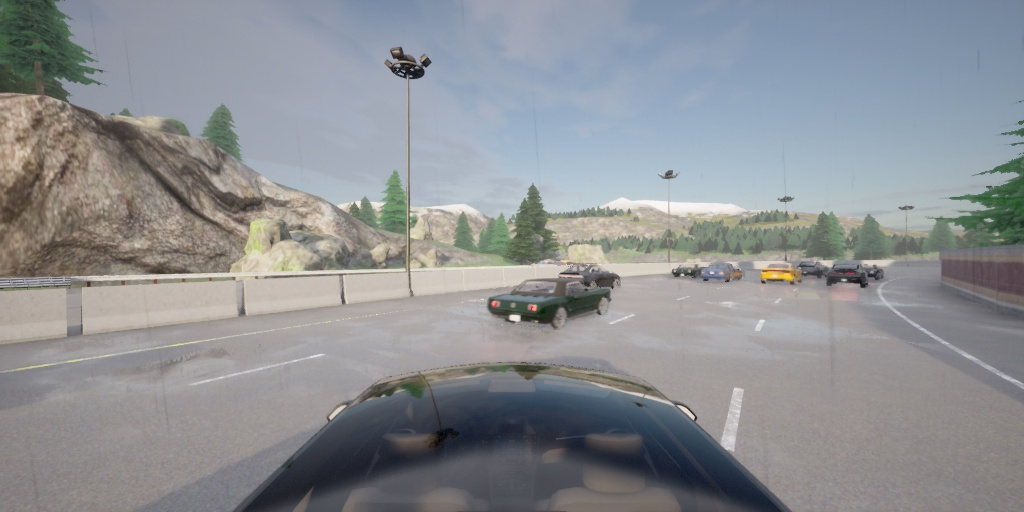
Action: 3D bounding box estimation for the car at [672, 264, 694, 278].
[{"bbox_3d":[16.525,1.351,32.820,4.718,1.301,1.895,0,0,-43],"label":"car"}]

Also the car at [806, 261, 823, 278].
[{"bbox_3d":[27.764,1.242,33.153,4.902,1.511,2.128,0,0,-39],"label":"car"}]

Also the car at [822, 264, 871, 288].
[{"bbox_3d":[22.504,1.255,24.033,4.892,1.490,1.837,0,0,-43],"label":"car"}]

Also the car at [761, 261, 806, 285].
[{"bbox_3d":[19.807,1.228,26.298,5.008,1.535,1.882,0,0,-44],"label":"car"}]

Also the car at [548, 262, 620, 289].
[{"bbox_3d":[4.467,1.242,20.468,2.128,1.511,4.902,0,0,41],"label":"car"}]

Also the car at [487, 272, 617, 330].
[{"bbox_3d":[1.426,1.351,11.254,1.895,1.301,4.718,0,0,37],"label":"car"}]

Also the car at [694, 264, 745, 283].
[{"bbox_3d":[16.582,1.297,28.168,5.357,1.411,2.033,0,0,-43],"label":"car"}]

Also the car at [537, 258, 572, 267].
[{"bbox_3d":[5.221,1.227,36.868,5.008,1.535,1.882,0,0,-44],"label":"car"}]

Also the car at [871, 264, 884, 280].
[{"bbox_3d":[30.458,1.351,30.850,4.718,1.301,1.895,0,0,-39],"label":"car"}]

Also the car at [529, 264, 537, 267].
[{"bbox_3d":[3.667,1.276,40.221,4.674,1.442,1.812,0,0,-43],"label":"car"}]
